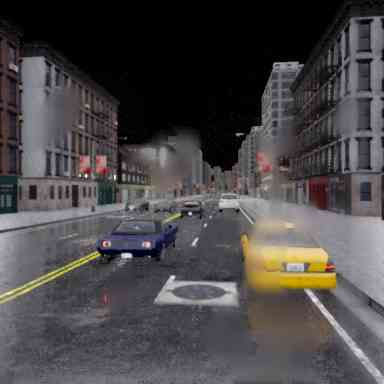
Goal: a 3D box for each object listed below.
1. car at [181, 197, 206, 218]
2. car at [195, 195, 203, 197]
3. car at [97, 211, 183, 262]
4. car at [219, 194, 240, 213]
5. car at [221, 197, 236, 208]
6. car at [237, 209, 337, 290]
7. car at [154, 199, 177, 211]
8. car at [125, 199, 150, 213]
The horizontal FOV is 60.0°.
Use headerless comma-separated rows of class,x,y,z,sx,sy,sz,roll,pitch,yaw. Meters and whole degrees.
car,0.118,1.491,29.506,1.837,1.490,4.892,0,0,6
car,1.568,1.256,75.764,1.812,1.442,4.674,0,0,6
car,-1.695,1.597,12.106,1.895,1.301,4.718,0,0,6
car,4.201,1.203,37.561,2.150,2.045,5.566,0,0,7
car,5.234,1.524,48.214,2.033,1.411,5.357,0,0,6
car,2.303,1.453,9.102,1.801,1.575,5.366,0,0,6
car,-2.747,1.487,35.287,1.837,1.490,4.892,0,0,6
car,-5.907,1.473,36.353,2.128,1.511,4.902,0,0,6
